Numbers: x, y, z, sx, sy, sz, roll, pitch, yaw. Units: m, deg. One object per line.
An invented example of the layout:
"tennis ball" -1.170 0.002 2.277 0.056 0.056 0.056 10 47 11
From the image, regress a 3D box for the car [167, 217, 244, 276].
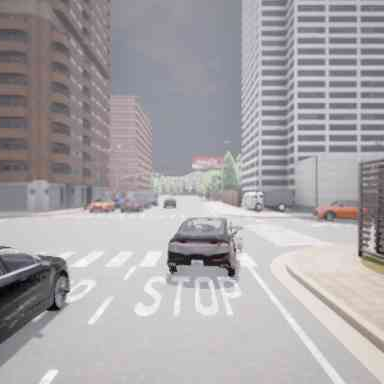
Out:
"car" 0.560 1.534 10.604 2.128 1.511 4.902 0 0 10

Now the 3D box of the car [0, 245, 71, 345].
"car" -3.398 1.512 4.924 2.128 1.511 4.902 0 0 0

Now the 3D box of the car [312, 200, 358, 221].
"car" 12.100 1.407 26.802 4.553 1.767 2.097 0 0 0

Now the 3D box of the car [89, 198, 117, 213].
"car" -10.580 1.514 39.404 2.097 1.767 4.553 0 0 0

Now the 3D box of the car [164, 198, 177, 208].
"car" -3.392 1.721 52.680 1.837 1.490 4.892 0 0 0

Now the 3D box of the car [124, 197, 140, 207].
"car" -10.546 1.720 59.092 1.882 1.535 5.008 0 0 1

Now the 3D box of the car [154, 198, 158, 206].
"car" -7.052 1.718 58.575 1.882 1.535 5.008 0 0 0

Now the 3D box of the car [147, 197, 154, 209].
"car" -7.078 1.704 48.528 1.837 1.490 4.892 0 0 0

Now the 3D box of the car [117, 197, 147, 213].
"car" -7.055 1.514 39.396 2.097 1.767 4.553 0 0 0

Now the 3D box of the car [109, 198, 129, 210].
"car" -10.577 1.677 48.628 1.882 1.535 5.008 0 0 0
